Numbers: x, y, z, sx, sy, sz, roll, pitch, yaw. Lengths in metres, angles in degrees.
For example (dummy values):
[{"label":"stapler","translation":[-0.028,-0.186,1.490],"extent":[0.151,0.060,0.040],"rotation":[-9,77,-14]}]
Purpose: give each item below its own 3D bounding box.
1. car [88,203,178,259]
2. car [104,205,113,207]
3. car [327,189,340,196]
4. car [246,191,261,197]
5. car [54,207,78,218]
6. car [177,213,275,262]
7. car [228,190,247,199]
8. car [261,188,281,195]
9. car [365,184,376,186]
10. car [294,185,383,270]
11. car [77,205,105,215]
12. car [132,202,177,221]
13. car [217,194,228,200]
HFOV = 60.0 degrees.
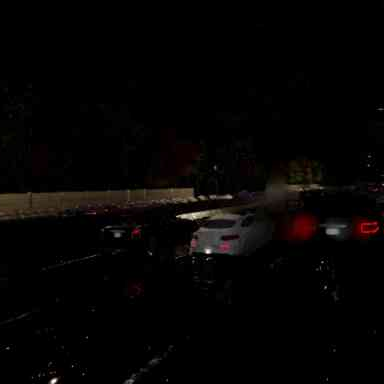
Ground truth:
[{"label":"car","translation":[-1.580,1.466,13.467],"extent":[2.097,1.767,4.553],"rotation":[-3,0,29]},{"label":"car","translation":[-6.393,1.987,33.785],"extent":[1.994,1.385,4.181],"rotation":[-3,0,29]},{"label":"car","translation":[30.043,0.084,70.625],"extent":[1.994,1.385,4.181],"rotation":[-3,0,29]},{"label":"car","translation":[13.475,0.810,69.578],"extent":[1.812,1.442,4.674],"rotation":[-3,0,29]},{"label":"car","translation":[-12.567,2.312,37.062],"extent":[2.033,1.411,5.357],"rotation":[-3,0,29]},{"label":"car","translation":[1.581,1.466,11.931],"extent":[1.812,1.442,4.674],"rotation":[-3,0,29]},{"label":"car","translation":[10.387,0.682,71.247],"extent":[2.150,2.045,5.566],"rotation":[-3,0,29]},{"label":"car","translation":[16.502,0.343,67.857],"extent":[2.150,2.045,5.566],"rotation":[-3,0,29]},{"label":"car","translation":[36.376,-0.279,67.631],"extent":[2.033,1.411,5.357],"rotation":[-3,0,29]},{"label":"car","translation":[4.719,0.987,10.421],"extent":[2.150,2.045,5.566],"rotation":[-3,0,29]},{"label":"car","translation":[-9.457,2.118,35.466],"extent":[1.812,1.442,4.674],"rotation":[-3,0,29]},{"label":"car","translation":[-3.474,1.785,31.852],"extent":[1.812,1.442,4.674],"rotation":[-3,0,29]},{"label":"car","translation":[7.067,1.249,72.429],"extent":[1.812,1.442,4.674],"rotation":[-3,0,29]}]
